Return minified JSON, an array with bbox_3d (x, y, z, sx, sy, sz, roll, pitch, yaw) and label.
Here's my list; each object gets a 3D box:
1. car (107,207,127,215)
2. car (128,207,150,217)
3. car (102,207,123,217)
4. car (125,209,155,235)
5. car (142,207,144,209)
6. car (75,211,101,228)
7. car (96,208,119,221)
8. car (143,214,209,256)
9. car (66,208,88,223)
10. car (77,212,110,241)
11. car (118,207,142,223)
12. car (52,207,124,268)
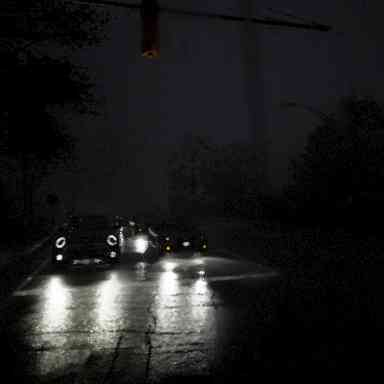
[{"bbox_3d":[-13.710,3.454,60.517,1.994,1.385,4.181,0,-2,-35],"label":"car"},{"bbox_3d":[-8.382,3.089,52.083,1.994,1.385,4.181,0,-2,-30],"label":"car"},{"bbox_3d":[-12.541,3.130,52.311,1.837,1.490,4.892,0,-2,-31],"label":"car"},{"bbox_3d":[-3.105,2.084,22.615,1.994,1.385,4.181,0,-2,-18],"label":"car"},{"bbox_3d":[-7.848,2.814,43.825,2.033,1.411,5.357,0,-2,-27],"label":"car"},{"bbox_3d":[-9.644,2.488,30.500,1.895,1.301,4.718,0,-2,-22],"label":"car"},{"bbox_3d":[-10.559,2.769,41.189,1.812,1.442,4.674,0,-2,-27],"label":"car"},{"bbox_3d":[-0.733,1.841,14.551,1.994,1.385,4.181,0,-1,-16],"label":"car"},{"bbox_3d":[-13.852,2.754,39.977,1.882,1.535,5.008,0,-2,-26],"label":"car"},{"bbox_3d":[-6.268,2.055,21.053,1.812,1.442,4.674,0,-2,-18],"label":"car"},{"bbox_3d":[-6.442,2.392,31.850,1.812,1.442,4.674,0,-2,-22],"label":"car"},{"bbox_3d":[-3.829,1.628,12.493,2.097,1.767,4.553,-1,-1,-14],"label":"car"}]
